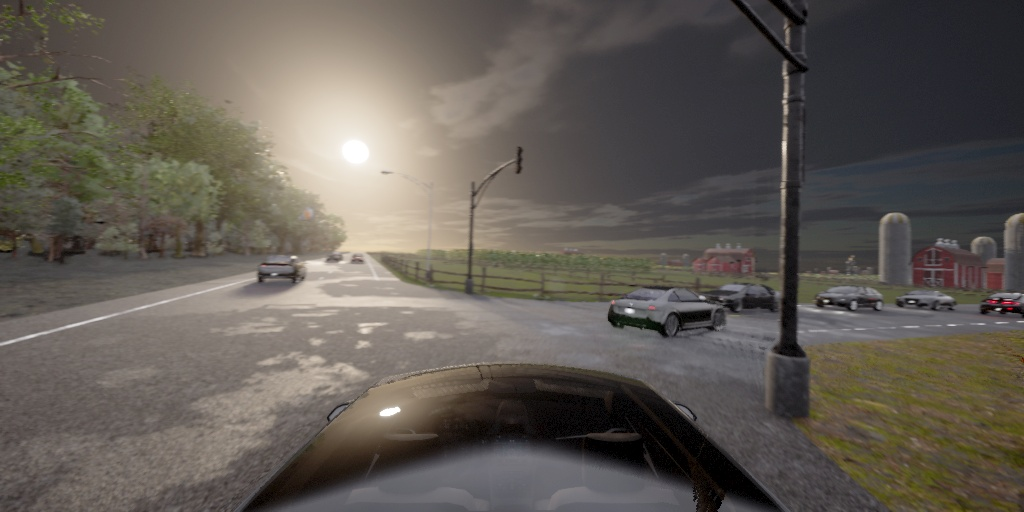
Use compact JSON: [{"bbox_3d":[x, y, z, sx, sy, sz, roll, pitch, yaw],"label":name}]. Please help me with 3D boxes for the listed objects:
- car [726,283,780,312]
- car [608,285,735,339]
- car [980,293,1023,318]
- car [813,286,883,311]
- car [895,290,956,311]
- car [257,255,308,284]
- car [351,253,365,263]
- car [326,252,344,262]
[{"bbox_3d":[12.278,2.156,19.043,5.357,1.411,2.033,3,-1,-22],"label":"car"},{"bbox_3d":[5.003,1.648,11.433,4.181,1.385,1.994,4,-2,-36],"label":"car"},{"bbox_3d":[32.962,3.212,23.550,4.892,1.490,1.837,3,-1,-22],"label":"car"},{"bbox_3d":[21.411,2.638,22.800,4.892,1.490,1.837,3,-1,-23],"label":"car"},{"bbox_3d":[30.689,3.230,26.603,4.181,1.385,1.994,3,-1,-22],"label":"car"},{"bbox_3d":[-13.094,0.715,20.633,2.128,1.511,4.902,3,0,-23],"label":"car"},{"bbox_3d":[-24.278,0.425,56.378,1.895,1.301,4.718,3,0,-23],"label":"car"},{"bbox_3d":[-28.047,0.258,56.339,1.895,1.301,4.718,3,0,-23],"label":"car"}]
